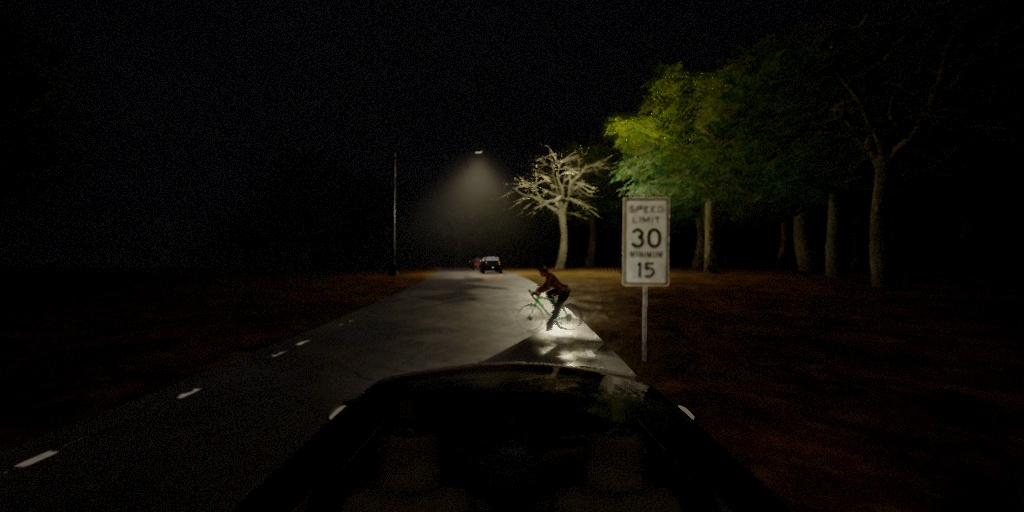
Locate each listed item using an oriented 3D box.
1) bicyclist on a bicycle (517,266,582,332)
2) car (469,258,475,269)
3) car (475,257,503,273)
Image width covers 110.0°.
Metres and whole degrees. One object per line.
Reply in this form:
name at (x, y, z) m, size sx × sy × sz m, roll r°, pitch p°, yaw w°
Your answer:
bicyclist on a bicycle at (0.934, 1.076, 8.905) m, size 1.656 × 1.620 × 0.582 m, roll 0°, pitch 1°, yaw -1°
car at (-4.300, 0.925, 45.652) m, size 2.033 × 1.411 × 5.357 m, roll 0°, pitch -1°, yaw -13°
car at (-2.029, 0.806, 33.729) m, size 2.128 × 1.511 × 4.902 m, roll 0°, pitch 0°, yaw -9°
